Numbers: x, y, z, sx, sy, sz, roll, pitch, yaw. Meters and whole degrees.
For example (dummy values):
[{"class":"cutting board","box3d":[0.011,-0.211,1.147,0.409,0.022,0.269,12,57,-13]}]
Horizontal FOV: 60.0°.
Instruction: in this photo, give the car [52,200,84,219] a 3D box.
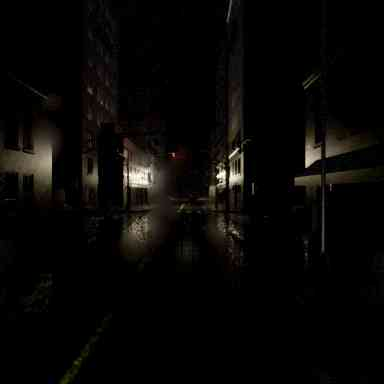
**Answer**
[{"class":"car","box3d":[-11.531,1.589,27.897,4.718,1.301,1.895,0,0,-8]}]

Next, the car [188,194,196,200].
[{"class":"car","box3d":[0.021,1.313,85.583,1.837,1.490,4.892,0,0,0]}]

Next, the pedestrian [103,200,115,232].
[{"class":"pedestrian","box3d":[-4.616,1.290,18.546,0.375,1.860,0.375,0,0,0]}]

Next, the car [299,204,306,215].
[{"class":"car","box3d":[13.132,1.210,30.412,5.566,2.045,2.150,0,0,1]}]

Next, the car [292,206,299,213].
[{"class":"car","box3d":[12.431,1.507,32.988,4.829,1.417,1.752,0,0,1]}]

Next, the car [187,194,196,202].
[{"class":"car","box3d":[0.020,1.465,75.580,1.812,1.442,4.674,0,0,0]}]
